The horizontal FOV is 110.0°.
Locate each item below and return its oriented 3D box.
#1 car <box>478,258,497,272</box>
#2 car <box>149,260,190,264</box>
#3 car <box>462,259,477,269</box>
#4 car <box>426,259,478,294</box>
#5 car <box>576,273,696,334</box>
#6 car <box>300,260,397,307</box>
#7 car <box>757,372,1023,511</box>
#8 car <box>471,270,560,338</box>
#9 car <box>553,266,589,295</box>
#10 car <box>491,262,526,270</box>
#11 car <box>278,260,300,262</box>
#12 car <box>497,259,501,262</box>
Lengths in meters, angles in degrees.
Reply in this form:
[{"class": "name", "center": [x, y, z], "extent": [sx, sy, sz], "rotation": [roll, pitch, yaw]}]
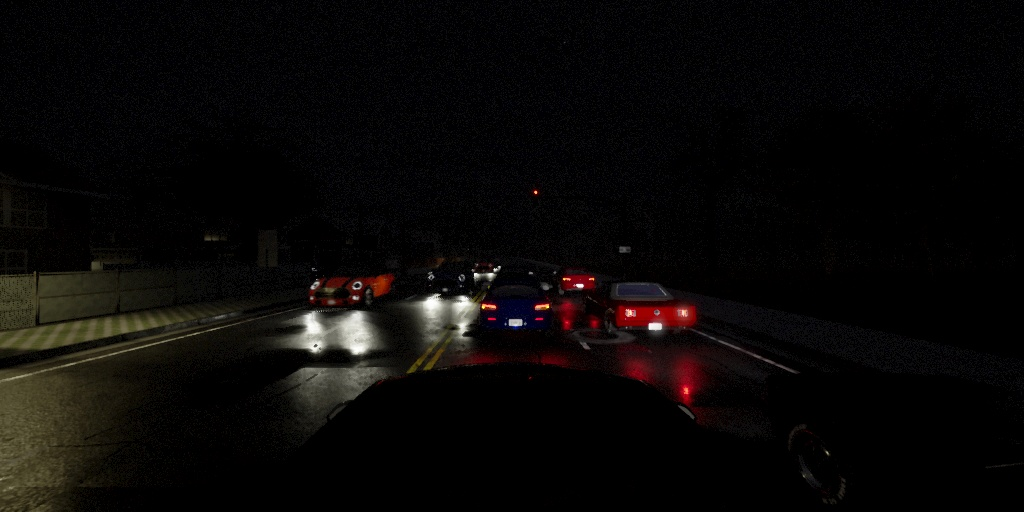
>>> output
[{"class": "car", "center": [-3.324, 1.095, 43.728], "extent": [2.097, 1.767, 4.553], "rotation": [0, 0, 0]}, {"class": "car", "center": [-28.443, 1.147, 30.398], "extent": [4.553, 1.767, 2.097], "rotation": [0, 0, 0]}, {"class": "car", "center": [-6.558, 1.238, 55.842], "extent": [1.837, 1.490, 4.892], "rotation": [0, 0, 0]}, {"class": "car", "center": [-3.341, 1.102, 20.155], "extent": [2.097, 1.767, 4.553], "rotation": [0, 0, 0]}, {"class": "car", "center": [3.340, 1.351, 10.543], "extent": [1.895, 1.301, 4.718], "rotation": [0, 0, 0]}, {"class": "car", "center": [-6.593, 1.101, 15.332], "extent": [2.097, 1.767, 4.553], "rotation": [0, 0, 0]}, {"class": "car", "center": [3.348, 1.351, 1.375], "extent": [1.895, 1.301, 4.718], "rotation": [0, 0, 0]}, {"class": "car", "center": [0.087, 1.276, 10.062], "extent": [1.812, 1.442, 4.674], "rotation": [0, 0, 0]}, {"class": "car", "center": [3.319, 1.276, 19.651], "extent": [1.812, 1.442, 4.674], "rotation": [0, 0, 0]}, {"class": "car", "center": [0.066, 1.255, 19.324], "extent": [1.837, 1.490, 4.892], "rotation": [0, 0, 0]}, {"class": "car", "center": [-18.198, 1.130, 30.372], "extent": [4.553, 1.767, 2.097], "rotation": [0, 0, 0]}, {"class": "car", "center": [-3.305, 1.295, 56.980], "extent": [1.994, 1.385, 4.181], "rotation": [0, 0, 0]}]
